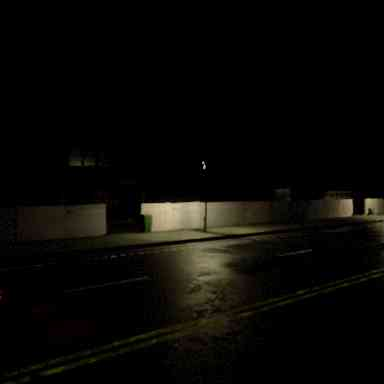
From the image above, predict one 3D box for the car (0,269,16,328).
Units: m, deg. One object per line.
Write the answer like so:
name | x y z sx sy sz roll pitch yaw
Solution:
car | -5.186 1.549 3.978 5.357 1.411 2.033 0 0 -35
